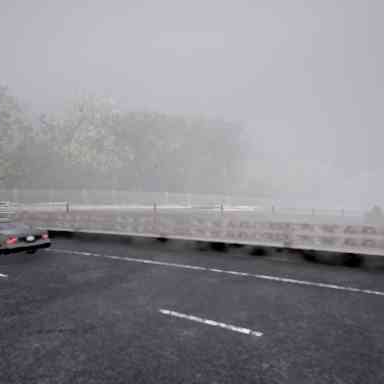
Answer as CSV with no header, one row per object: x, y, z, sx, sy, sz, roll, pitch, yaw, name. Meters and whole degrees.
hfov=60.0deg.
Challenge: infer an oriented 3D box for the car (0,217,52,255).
-7.816,1.687,12.760,5.357,1.411,2.033,-1,0,28,car
